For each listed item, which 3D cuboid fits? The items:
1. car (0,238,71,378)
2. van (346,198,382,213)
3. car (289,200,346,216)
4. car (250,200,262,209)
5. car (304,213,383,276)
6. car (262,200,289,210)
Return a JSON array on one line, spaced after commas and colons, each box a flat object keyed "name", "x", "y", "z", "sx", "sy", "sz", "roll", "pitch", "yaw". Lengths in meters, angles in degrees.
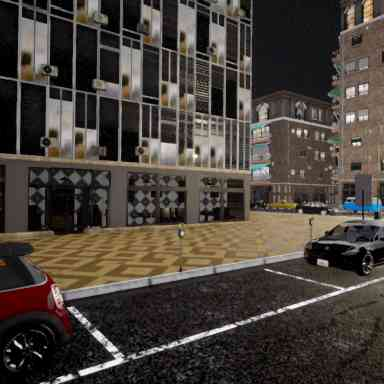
[{"name": "car", "x": -3.717, "y": 1.440, "z": 3.897, "sx": 4.097, "sy": 1.590, "sz": 1.967, "roll": 0, "pitch": 1, "yaw": -35}, {"name": "van", "x": 19.085, "y": 1.525, "z": 37.426, "sx": 1.690, "sy": 1.788, "sz": 3.998, "roll": 0, "pitch": -1, "yaw": -35}, {"name": "car", "x": 12.199, "y": 1.620, "z": 32.647, "sx": 2.008, "sy": 1.369, "sz": 4.403, "roll": 0, "pitch": -1, "yaw": -35}, {"name": "car", "x": 9.587, "y": 1.865, "z": 51.098, "sx": 1.947, "sy": 1.339, "sz": 4.313, "roll": 0, "pitch": -1, "yaw": -35}, {"name": "car", "x": 5.358, "y": 1.567, "z": 10.372, "sx": 4.313, "sy": 1.339, "sz": 1.947, "roll": 0, "pitch": 1, "yaw": -35}, {"name": "car", "x": 12.655, "y": 1.787, "z": 46.680, "sx": 1.752, "sy": 1.417, "sz": 4.829, "roll": 0, "pitch": -1, "yaw": -35}]
